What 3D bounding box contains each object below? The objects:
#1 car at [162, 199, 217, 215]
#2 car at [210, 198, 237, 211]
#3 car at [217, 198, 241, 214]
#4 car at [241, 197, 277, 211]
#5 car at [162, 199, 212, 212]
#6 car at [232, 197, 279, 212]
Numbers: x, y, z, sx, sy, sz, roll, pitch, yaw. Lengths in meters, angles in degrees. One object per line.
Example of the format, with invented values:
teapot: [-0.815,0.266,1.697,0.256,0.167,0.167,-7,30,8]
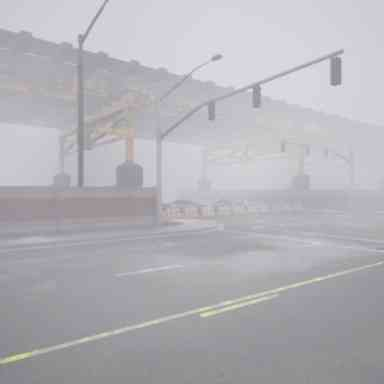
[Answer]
car: [-0.394,1.419,31.755,4.974,1.542,2.038,0,0,8]
car: [3.367,1.252,34.488,1.853,1.218,4.536,0,0,18]
car: [3.352,1.410,34.439,2.038,1.542,4.974,0,0,18]
car: [7.211,1.242,38.191,4.536,1.218,1.853,0,0,-7]
car: [-0.446,1.261,31.762,4.536,1.218,1.853,0,0,8]
car: [7.263,1.400,38.198,4.974,1.542,2.038,0,0,-7]
